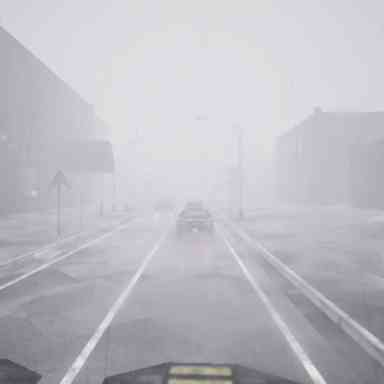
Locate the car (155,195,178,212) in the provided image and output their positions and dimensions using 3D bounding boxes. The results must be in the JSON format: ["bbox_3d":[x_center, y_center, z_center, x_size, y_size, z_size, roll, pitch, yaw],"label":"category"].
[{"bbox_3d":[-2.959,1.415,37.173,1.882,1.535,5.008,0,0,0],"label":"car"}]

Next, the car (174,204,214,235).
[{"bbox_3d":[0.167,1.592,18.687,1.895,1.301,4.718,0,0,0],"label":"car"}]

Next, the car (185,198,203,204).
[{"bbox_3d":[0.233,1.416,36.941,1.882,1.535,5.008,0,0,0],"label":"car"}]
